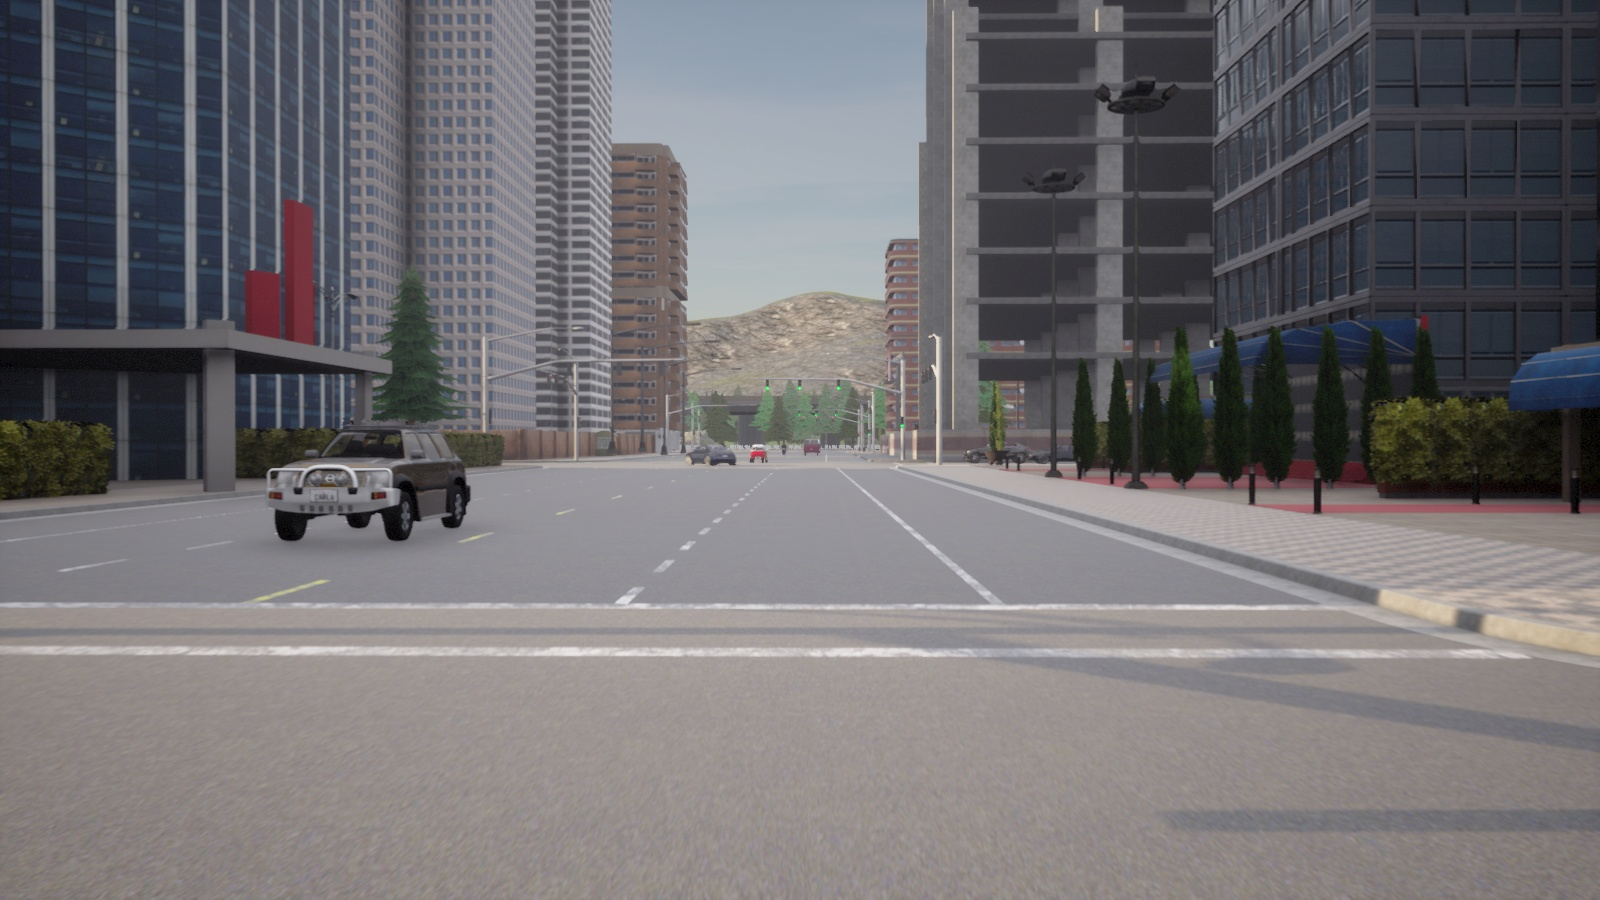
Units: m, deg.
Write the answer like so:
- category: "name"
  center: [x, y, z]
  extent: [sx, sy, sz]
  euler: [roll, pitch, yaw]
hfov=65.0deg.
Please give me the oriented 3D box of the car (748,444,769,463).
- category: "car"
  center: [-3.142, 0.264, 94.941]
  extent: [1.481, 1.376, 2.207]
  euler: [0, 1, 0]

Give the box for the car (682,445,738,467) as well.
- category: "car"
  center: [-5.904, 0.343, 82.008]
  extent: [1.994, 1.385, 4.181]
  euler: [0, 0, -32]

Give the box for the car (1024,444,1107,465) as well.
- category: "car"
  center: [18.554, 0.314, 87.825]
  extent: [5.357, 1.411, 2.033]
  euler: [0, 0, 1]

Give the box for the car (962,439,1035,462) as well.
- category: "car"
  center: [14.406, 0.022, 91.375]
  extent: [5.027, 1.651, 2.152]
  euler: [0, 0, 1]

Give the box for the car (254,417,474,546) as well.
- category: "car"
  center: [-6.866, 0.443, 20.366]
  extent: [1.932, 1.855, 4.605]
  euler: [0, 0, 1]
